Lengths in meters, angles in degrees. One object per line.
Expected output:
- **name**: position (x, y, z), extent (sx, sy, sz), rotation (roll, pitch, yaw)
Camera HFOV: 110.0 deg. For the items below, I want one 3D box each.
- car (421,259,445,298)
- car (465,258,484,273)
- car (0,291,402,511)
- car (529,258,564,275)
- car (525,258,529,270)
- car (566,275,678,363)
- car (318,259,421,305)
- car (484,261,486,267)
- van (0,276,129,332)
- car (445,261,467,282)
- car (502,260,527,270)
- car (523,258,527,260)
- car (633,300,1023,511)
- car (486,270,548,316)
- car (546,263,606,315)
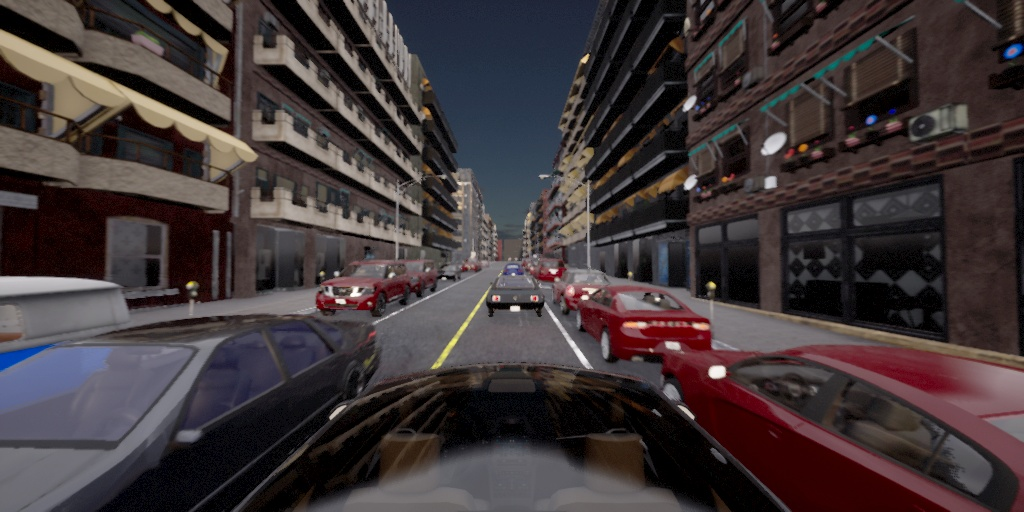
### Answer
- **car**: position (-5.307, 1.101, 19.122), extent (2.192, 1.841, 5.009), rotation (0, 0, 0)
- **car**: position (-5.295, 1.190, 46.773), extent (2.192, 1.841, 5.009), rotation (0, 0, 0)
- **car**: position (-2.849, 1.300, 3.132), extent (2.033, 1.411, 5.357), rotation (0, 0, 0)
- **car**: position (2.543, 1.115, 24.590), extent (2.192, 1.841, 5.009), rotation (0, 0, 0)
- **car**: position (2.548, 1.274, 35.652), extent (1.967, 1.591, 4.097), rotation (0, 0, 0)
- **car**: position (2.570, 1.307, 7.997), extent (1.888, 1.381, 4.507), rotation (0, 0, 0)
- **car**: position (-5.310, 1.088, 13.592), extent (2.192, 1.841, 5.009), rotation (0, 0, 0)
- **car**: position (-5.293, 1.445, 52.304), extent (1.888, 1.381, 4.507), rotation (0, 0, 0)
- **van**: position (-5.315, 1.092, 2.532), extent (1.690, 1.789, 3.998), rotation (0, 0, 0)
- **car**: position (-5.302, 1.382, 30.184), extent (1.948, 1.339, 4.313), rotation (0, 0, 0)
- **car**: position (0.114, 1.345, 31.131), extent (1.812, 1.442, 4.674), rotation (0, 0, 0)
- **car**: position (2.558, 1.239, 57.777), extent (2.192, 1.841, 5.009), rotation (0, 0, 0)
- **car**: position (2.568, 1.296, 2.467), extent (1.888, 1.381, 4.507), rotation (0, 0, 0)
- **car**: position (0.106, 1.374, 13.519), extent (1.895, 1.301, 4.718), rotation (0, 0, 0)
- **car**: position (2.580, 1.213, 13.528), extent (1.967, 1.591, 4.097), rotation (0, 0, 0)
